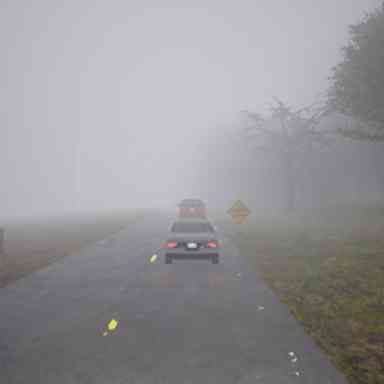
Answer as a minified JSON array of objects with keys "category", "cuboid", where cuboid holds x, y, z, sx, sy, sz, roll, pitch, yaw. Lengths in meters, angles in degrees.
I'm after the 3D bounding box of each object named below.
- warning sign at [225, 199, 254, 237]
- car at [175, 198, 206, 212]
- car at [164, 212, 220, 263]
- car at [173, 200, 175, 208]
[{"category":"warning sign","cuboid":[2.427,1.305,17.138,1.300,1.860,1.060,-1,-2,0]},{"category":"car","cuboid":[0.009,1.532,27.636,2.150,2.045,5.566,0,0,0]},{"category":"car","cuboid":[0.008,1.686,12.559,2.033,1.411,5.357,0,-1,0]},{"category":"car","cuboid":[-2.768,2.298,65.150,2.128,1.511,4.902,0,-1,1]}]
